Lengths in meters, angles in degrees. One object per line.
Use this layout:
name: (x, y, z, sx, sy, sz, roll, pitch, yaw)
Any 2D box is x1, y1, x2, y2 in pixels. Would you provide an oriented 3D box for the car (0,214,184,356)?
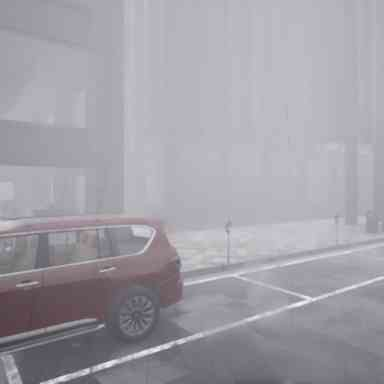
car: (-2.457, 1.313, 4.896, 5.009, 1.841, 2.192, 0, 0, -36)
